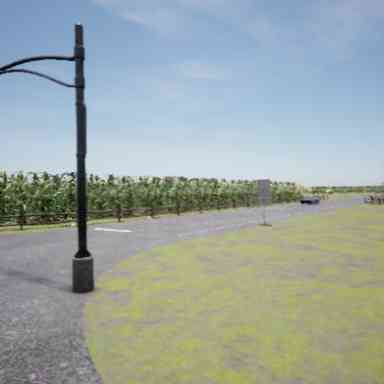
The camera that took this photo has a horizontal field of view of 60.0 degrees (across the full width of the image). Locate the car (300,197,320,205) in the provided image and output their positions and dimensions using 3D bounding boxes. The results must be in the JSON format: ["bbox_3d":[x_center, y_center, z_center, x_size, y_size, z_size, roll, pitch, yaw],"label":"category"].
[{"bbox_3d":[18.780,1.369,52.931,1.895,1.301,4.718,-1,0,36],"label":"car"}]
